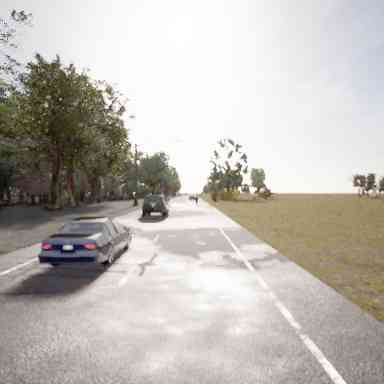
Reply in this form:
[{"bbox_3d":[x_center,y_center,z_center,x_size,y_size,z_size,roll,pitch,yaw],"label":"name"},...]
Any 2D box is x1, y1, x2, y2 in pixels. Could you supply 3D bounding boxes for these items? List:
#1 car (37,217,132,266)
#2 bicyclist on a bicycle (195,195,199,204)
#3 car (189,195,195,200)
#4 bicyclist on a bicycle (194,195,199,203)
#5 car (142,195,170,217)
[{"bbox_3d":[-3.398,1.567,11.587,2.033,1.411,5.357,0,0,0],"label":"car"},{"bbox_3d":[0.975,1.556,62.469,0.582,1.620,1.656,0,-1,0],"label":"bicyclist on a bicycle"},{"bbox_3d":[0.018,1.503,88.968,2.033,1.411,5.357,0,0,0],"label":"car"},{"bbox_3d":[0.980,1.557,71.947,0.866,1.612,1.509,0,-1,0],"label":"bicyclist on a bicycle"},{"bbox_3d":[-3.396,1.274,31.733,2.150,2.045,5.566,0,0,0],"label":"car"}]
